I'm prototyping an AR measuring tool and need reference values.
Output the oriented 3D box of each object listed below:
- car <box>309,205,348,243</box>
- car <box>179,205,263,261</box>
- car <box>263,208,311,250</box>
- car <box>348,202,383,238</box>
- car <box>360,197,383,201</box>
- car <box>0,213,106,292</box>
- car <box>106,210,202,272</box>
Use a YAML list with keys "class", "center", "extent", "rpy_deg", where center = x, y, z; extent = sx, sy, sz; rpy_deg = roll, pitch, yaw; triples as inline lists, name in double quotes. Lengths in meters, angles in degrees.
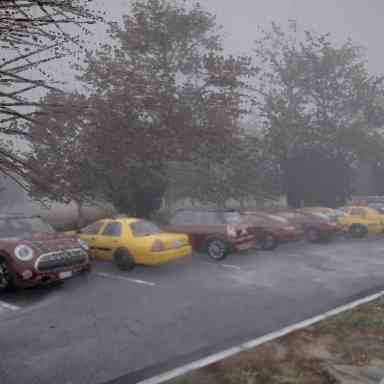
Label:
- class: "car"
  center: [4.724, 1.537, 16.112]
  extent: [4.674, 1.452, 2.002]
  rpy_deg: [-1, -1, 33]
- class: "car"
  center: [0.012, 1.374, 12.539]
  extent: [4.553, 1.767, 2.185]
  rpy_deg: [-1, -1, 34]
- class: "car"
  center: [2.363, 1.539, 14.325]
  extent: [4.674, 1.452, 2.002]
  rpy_deg: [-1, -1, 33]
- class: "car"
  center: [7.233, 1.490, 17.820]
  extent: [5.366, 1.575, 1.946]
  rpy_deg: [-1, -1, 33]
- class: "car"
  center: [11.773, 1.366, 21.537]
  extent: [4.553, 1.767, 2.185]
  rpy_deg: [-1, -1, 32]
- class: "car"
  center: [-4.813, 1.379, 9.079]
  extent: [4.553, 1.767, 2.185]
  rpy_deg: [-1, -1, 34]
- class: "car"
  center: [-2.551, 1.502, 10.900]
  extent: [5.366, 1.575, 1.946]
  rpy_deg: [-1, 0, 34]
